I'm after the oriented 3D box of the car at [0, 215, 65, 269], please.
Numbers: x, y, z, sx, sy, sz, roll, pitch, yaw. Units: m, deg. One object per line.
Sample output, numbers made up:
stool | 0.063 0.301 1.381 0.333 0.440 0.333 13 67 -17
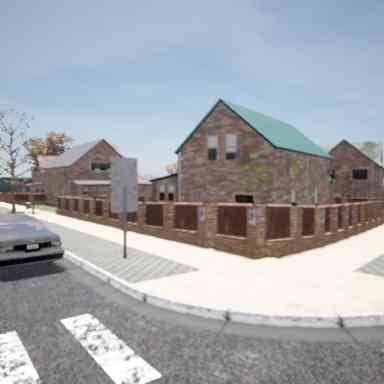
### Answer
car | -5.776 1.452 10.513 2.033 1.411 5.357 -1 1 -41
